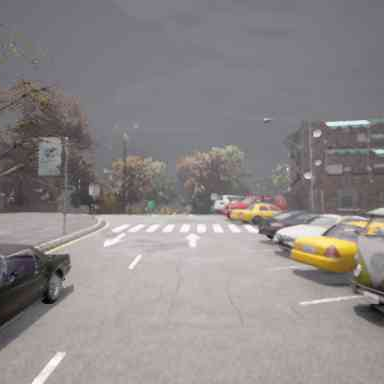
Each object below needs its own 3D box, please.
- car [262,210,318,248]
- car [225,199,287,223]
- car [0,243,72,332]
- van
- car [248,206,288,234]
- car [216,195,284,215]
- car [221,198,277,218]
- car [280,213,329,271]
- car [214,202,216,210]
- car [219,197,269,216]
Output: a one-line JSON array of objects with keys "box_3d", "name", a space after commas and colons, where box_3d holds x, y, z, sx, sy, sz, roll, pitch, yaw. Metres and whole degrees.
[{"box_3d": [5.339, 1.560, 12.578, 4.674, 1.452, 2.002, 1, 0, -20], "name": "car"}, {"box_3d": [5.512, 1.552, 24.727, 5.366, 1.575, 1.946, 1, 0, -20], "name": "car"}, {"box_3d": [-3.700, 1.616, 5.482, 1.895, 1.301, 4.718, 0, 0, 0], "name": "car"}, {"box_3d": [5.192, 1.277, 6.487, 4.442, 1.987, 1.878, 1, 0, -19], "name": "van"}, {"box_3d": [5.340, 1.568, 15.606, 4.674, 1.452, 2.002, 1, 0, -20], "name": "car"}, {"box_3d": [5.299, 1.309, 27.676, 5.566, 2.045, 2.435, 1, 0, -21], "name": "car"}, {"box_3d": [5.263, 1.443, 30.726, 4.553, 1.767, 2.185, 1, -1, -21], "name": "car"}, {"box_3d": [5.492, 1.512, 9.617, 5.366, 1.575, 1.946, 1, 0, -20], "name": "car"}, {"box_3d": [5.190, 1.489, 36.703, 5.566, 2.045, 2.435, 2, -5, -20], "name": "car"}, {"box_3d": [5.280, 1.489, 33.751, 4.553, 1.767, 2.185, 2, -3, -21], "name": "car"}]
